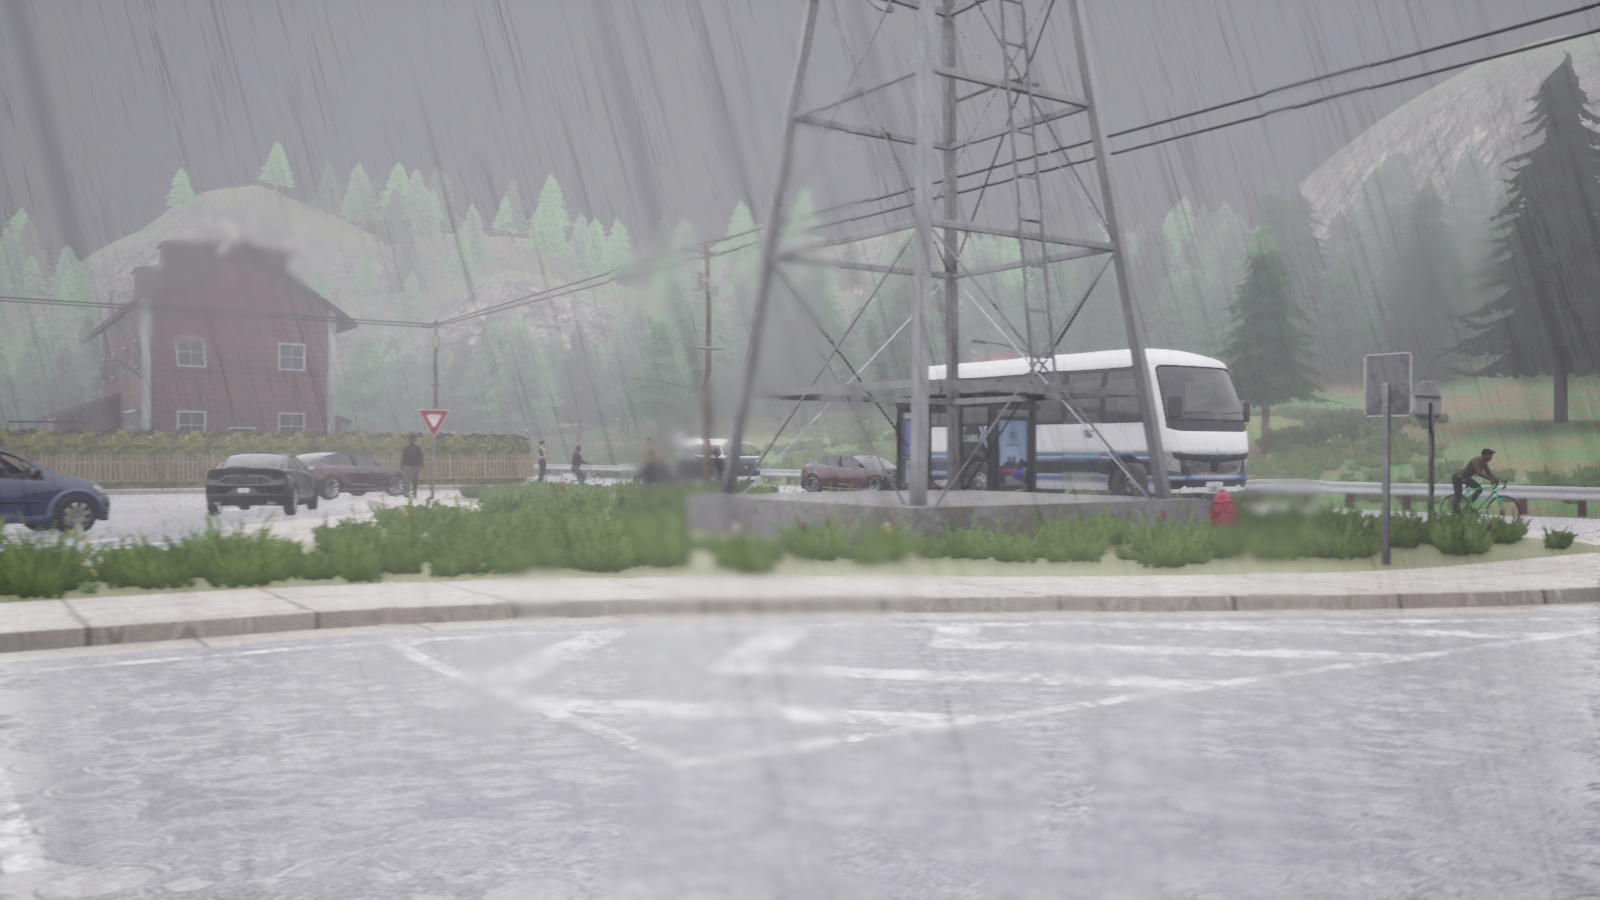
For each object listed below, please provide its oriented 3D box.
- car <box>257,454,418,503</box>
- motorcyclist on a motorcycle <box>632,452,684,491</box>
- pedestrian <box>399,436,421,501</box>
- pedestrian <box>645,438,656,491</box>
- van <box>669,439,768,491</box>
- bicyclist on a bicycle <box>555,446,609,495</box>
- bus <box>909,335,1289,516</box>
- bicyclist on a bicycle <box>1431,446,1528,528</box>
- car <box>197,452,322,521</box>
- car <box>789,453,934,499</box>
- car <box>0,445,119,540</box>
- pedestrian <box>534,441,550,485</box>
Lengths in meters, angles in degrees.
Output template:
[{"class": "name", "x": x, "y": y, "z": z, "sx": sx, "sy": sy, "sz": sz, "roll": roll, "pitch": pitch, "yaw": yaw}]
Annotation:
[{"class": "car", "x": -14.886, "y": 0.876, "z": 40.686, "sx": 2.163, "sy": 1.488, "sz": 4.792, "roll": 0, "pitch": 0, "yaw": 24}, {"class": "motorcyclist on a motorcycle", "x": -5.781, "y": 0.864, "z": 51.023, "sx": 2.044, "sy": 1.523, "sz": 0.797, "roll": 0, "pitch": 0, "yaw": -12}, {"class": "pedestrian", "x": -11.143, "y": 0.512, "z": 35.918, "sx": 0.431, "sy": 1.840, "sz": 0.703, "roll": 0, "pitch": 0, "yaw": -2}, {"class": "pedestrian", "x": -5.226, "y": 0.519, "z": 43.862, "sx": 0.345, "sy": 1.836, "sz": 0.594, "roll": 0, "pitch": 0, "yaw": -5}, {"class": "van", "x": -3.385, "y": 0.602, "z": 51.464, "sx": 2.069, "sy": 2.038, "sz": 4.480, "roll": 0, "pitch": 0, "yaw": -34}, {"class": "bicyclist on a bicycle", "x": -7.970, "y": 0.745, "z": 45.961, "sx": 1.843, "sy": 1.776, "sz": 0.659, "roll": 0, "pitch": 0, "yaw": -36}, {"class": "bus", "x": 7.799, "y": -0.563, "z": 34.772, "sx": 3.944, "sy": 4.253, "sz": 10.273, "roll": 0, "pitch": 0, "yaw": -34}, {"class": "bicyclist on a bicycle", "x": 13.886, "y": 0.731, "z": 25.690, "sx": 0.582, "sy": 1.620, "sz": 1.656, "roll": 0, "pitch": 0, "yaw": -34}, {"class": "car", "x": -13.155, "y": 0.826, "z": 30.852, "sx": 1.882, "sy": 1.535, "sz": 5.008, "roll": 0, "pitch": 0, "yaw": -12}, {"class": "car", "x": 2.068, "y": 0.846, "z": 43.206, "sx": 2.163, "sy": 1.488, "sz": 4.792, "roll": 0, "pitch": 0, "yaw": -44}, {"class": "car", "x": -14.440, "y": 0.728, "z": 22.034, "sx": 1.851, "sy": 1.617, "sz": 3.988, "roll": 0, "pitch": 0, "yaw": 39}, {"class": "pedestrian", "x": -10.777, "y": 0.551, "z": 52.436, "sx": 0.345, "sy": 1.836, "sz": 0.594, "roll": 0, "pitch": 0, "yaw": 40}]
